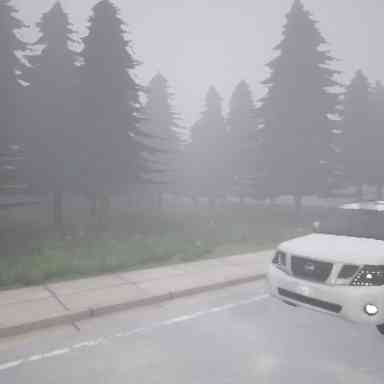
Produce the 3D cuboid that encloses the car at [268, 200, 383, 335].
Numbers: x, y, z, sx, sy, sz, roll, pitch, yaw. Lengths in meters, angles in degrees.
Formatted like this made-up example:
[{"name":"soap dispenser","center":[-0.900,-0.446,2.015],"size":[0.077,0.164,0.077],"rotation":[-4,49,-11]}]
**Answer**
[{"name":"car","center":[4.033,1.209,6.878],"size":[5.566,2.045,2.150],"rotation":[0,0,-36]}]
